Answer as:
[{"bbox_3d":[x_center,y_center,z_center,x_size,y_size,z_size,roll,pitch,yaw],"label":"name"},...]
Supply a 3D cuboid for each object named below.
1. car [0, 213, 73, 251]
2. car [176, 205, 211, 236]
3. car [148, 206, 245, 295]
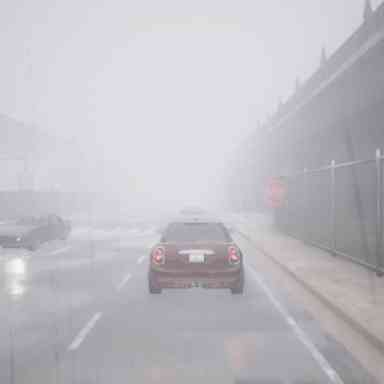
[{"bbox_3d":[-7.041,1.650,14.802,2.033,1.411,5.357,0,0,1],"label":"car"},{"bbox_3d":[0.107,1.618,20.523,1.882,1.535,5.008,0,0,0],"label":"car"},{"bbox_3d":[0.095,1.414,9.058,2.097,1.767,4.553,0,0,0],"label":"car"}]
